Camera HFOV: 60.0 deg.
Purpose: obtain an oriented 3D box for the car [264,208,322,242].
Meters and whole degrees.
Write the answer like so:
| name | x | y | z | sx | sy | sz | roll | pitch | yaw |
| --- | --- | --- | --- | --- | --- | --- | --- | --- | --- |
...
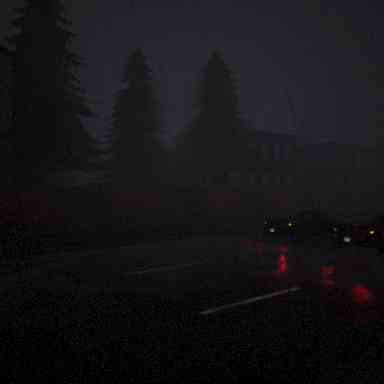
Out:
| name | x | y | z | sx | sy | sz | roll | pitch | yaw |
| --- | --- | --- | --- | --- | --- | --- | --- | --- | --- |
| car | 5.524 | 1.522 | 16.244 | 4.674 | 1.442 | 1.812 | 0 | 0 | -34 |

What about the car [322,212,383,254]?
| name | x | y | z | sx | sy | sz | roll | pitch | yaw |
| --- | --- | --- | --- | --- | --- | --- | --- | --- | --- |
| car | 7.547 | 1.522 | 13.386 | 4.674 | 1.442 | 1.812 | 0 | 0 | -34 |
